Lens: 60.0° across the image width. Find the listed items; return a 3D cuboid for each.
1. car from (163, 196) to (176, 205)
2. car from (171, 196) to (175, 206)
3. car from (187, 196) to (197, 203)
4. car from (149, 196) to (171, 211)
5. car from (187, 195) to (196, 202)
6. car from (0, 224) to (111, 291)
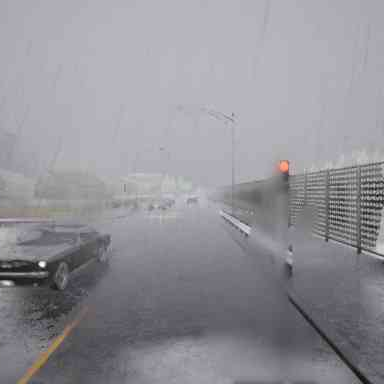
[{"bbox_3d":[-4.099,1.477,61.048,1.882,1.535,5.008,0,0,0],"label":"car"},{"bbox_3d":[-4.120,1.564,50.594,1.994,1.385,4.181,0,0,0],"label":"car"},{"bbox_3d":[0.069,1.477,67.067,1.882,1.535,5.008,0,0,0],"label":"car"},{"bbox_3d":[-4.119,1.491,40.657,2.128,1.511,4.902,0,0,0],"label":"car"},{"bbox_3d":[-0.042,1.540,77.410,2.033,1.411,5.357,0,0,0],"label":"car"},{"bbox_3d":[-3.774,1.601,9.166,1.895,1.301,4.718,0,0,3],"label":"car"}]
